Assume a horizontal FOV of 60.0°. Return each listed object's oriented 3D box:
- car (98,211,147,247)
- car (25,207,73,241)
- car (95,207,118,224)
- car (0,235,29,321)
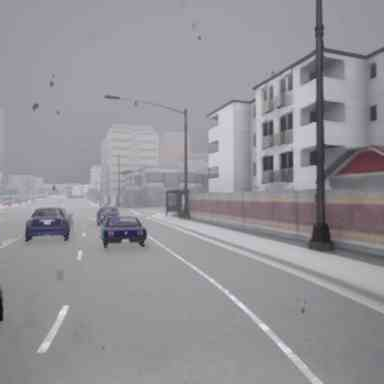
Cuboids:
[{"bbox_3d":[-3.460,1.826,16.288,1.895,1.301,4.718,0,-1,-17],"label":"car"},{"bbox_3d":[-7.876,1.621,18.708,2.097,1.767,4.553,0,-1,-17],"label":"car"},{"bbox_3d":[-6.864,1.926,27.285,2.033,1.411,5.357,0,-1,-18],"label":"car"},{"bbox_3d":[-3.786,1.548,3.532,2.128,1.511,4.902,0,-1,-7],"label":"car"}]
